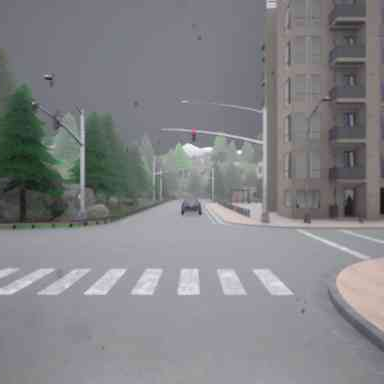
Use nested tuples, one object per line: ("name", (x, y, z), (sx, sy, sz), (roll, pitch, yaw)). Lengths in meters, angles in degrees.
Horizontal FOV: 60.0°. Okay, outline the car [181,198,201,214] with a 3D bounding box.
("car", (-0.058, 1.452, 36.533), (2.097, 1.767, 4.553), (0, 0, 0))
